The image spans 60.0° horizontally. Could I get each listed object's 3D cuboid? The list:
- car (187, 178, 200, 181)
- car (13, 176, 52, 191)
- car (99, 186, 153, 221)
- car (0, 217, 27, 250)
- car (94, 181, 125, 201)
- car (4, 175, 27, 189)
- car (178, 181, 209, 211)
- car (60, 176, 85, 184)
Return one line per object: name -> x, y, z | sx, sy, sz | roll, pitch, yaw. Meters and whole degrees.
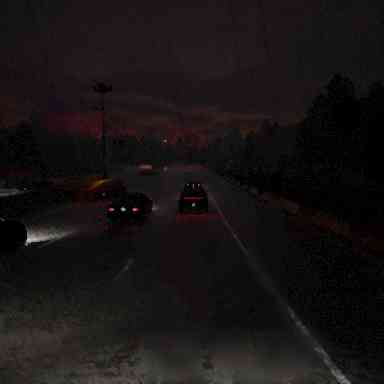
car -> 0.166, -0.864, 37.304 | 1.895, 1.301, 4.718 | 0, 5, 0
car -> -17.476, -0.845, 37.081 | 1.895, 1.301, 4.718 | 0, 5, 1
car -> -3.401, 0.711, 18.973 | 2.033, 1.411, 5.357 | 0, 5, 0
car -> -6.901, 1.286, 10.233 | 1.994, 1.385, 4.181 | 0, 3, 0
car -> -6.877, -0.188, 28.367 | 1.882, 1.535, 5.008 | 0, 5, 0
car -> -20.923, -1.260, 40.689 | 1.837, 1.490, 4.892 | 0, 5, 1
car -> 0.103, 0.357, 22.464 | 2.128, 1.511, 4.902 | 0, 5, 0
car -> -13.945, -1.119, 39.091 | 1.837, 1.490, 4.892 | 0, 5, 1
